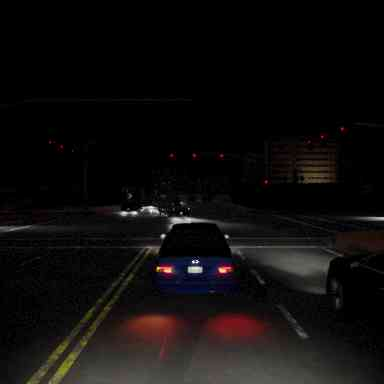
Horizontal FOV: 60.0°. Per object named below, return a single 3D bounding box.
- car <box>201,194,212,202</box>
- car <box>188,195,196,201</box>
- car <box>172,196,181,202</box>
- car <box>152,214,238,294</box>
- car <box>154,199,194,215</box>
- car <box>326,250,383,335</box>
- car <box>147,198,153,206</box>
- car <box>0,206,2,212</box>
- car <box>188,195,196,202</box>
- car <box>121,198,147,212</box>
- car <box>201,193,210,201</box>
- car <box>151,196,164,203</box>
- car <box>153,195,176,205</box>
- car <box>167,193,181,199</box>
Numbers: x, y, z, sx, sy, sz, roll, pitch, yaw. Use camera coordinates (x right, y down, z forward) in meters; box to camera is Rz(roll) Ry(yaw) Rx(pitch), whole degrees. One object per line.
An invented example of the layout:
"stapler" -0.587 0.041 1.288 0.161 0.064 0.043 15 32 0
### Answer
"car" 3.437 1.344 74.719 2.097 1.767 4.553 0 0 0
"car" -0.072 1.425 84.700 1.994 1.385 4.181 0 0 0
"car" -3.564 1.588 75.750 1.895 1.301 4.718 0 0 0
"car" 0.075 1.547 8.926 2.033 1.411 5.357 0 0 0
"car" -1.820 1.601 31.855 1.895 1.301 4.718 0 0 -23
"car" 3.559 1.491 4.683 2.128 1.511 4.902 0 0 0
"car" -7.135 1.601 54.358 1.895 1.301 4.718 0 0 0
"car" -20.344 1.491 30.819 4.902 1.511 2.128 0 0 -2
"car" -0.063 1.531 74.426 2.033 1.411 5.357 0 0 0
"car" -7.133 1.547 39.858 2.033 1.411 5.357 0 0 0
"car" 3.428 1.227 84.675 2.097 1.767 4.553 0 0 0
"car" -7.065 1.547 68.343 2.033 1.411 5.357 0 0 1
"car" -3.636 1.492 44.700 2.128 1.511 4.902 0 0 0
"car" -3.621 1.223 60.393 2.150 2.045 5.566 0 0 0
